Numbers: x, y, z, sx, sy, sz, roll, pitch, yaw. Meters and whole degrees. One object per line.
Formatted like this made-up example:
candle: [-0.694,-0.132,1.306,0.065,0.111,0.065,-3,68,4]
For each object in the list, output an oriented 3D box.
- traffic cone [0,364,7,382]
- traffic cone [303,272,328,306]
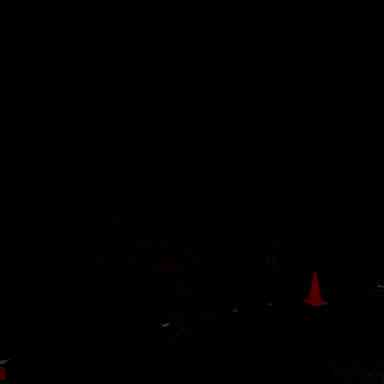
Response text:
traffic cone: [-2.392,1.902,3.927,0.340,0.580,0.340,-1,1,-33]
traffic cone: [2.415,1.868,6.513,0.340,0.580,0.340,0,1,-23]
